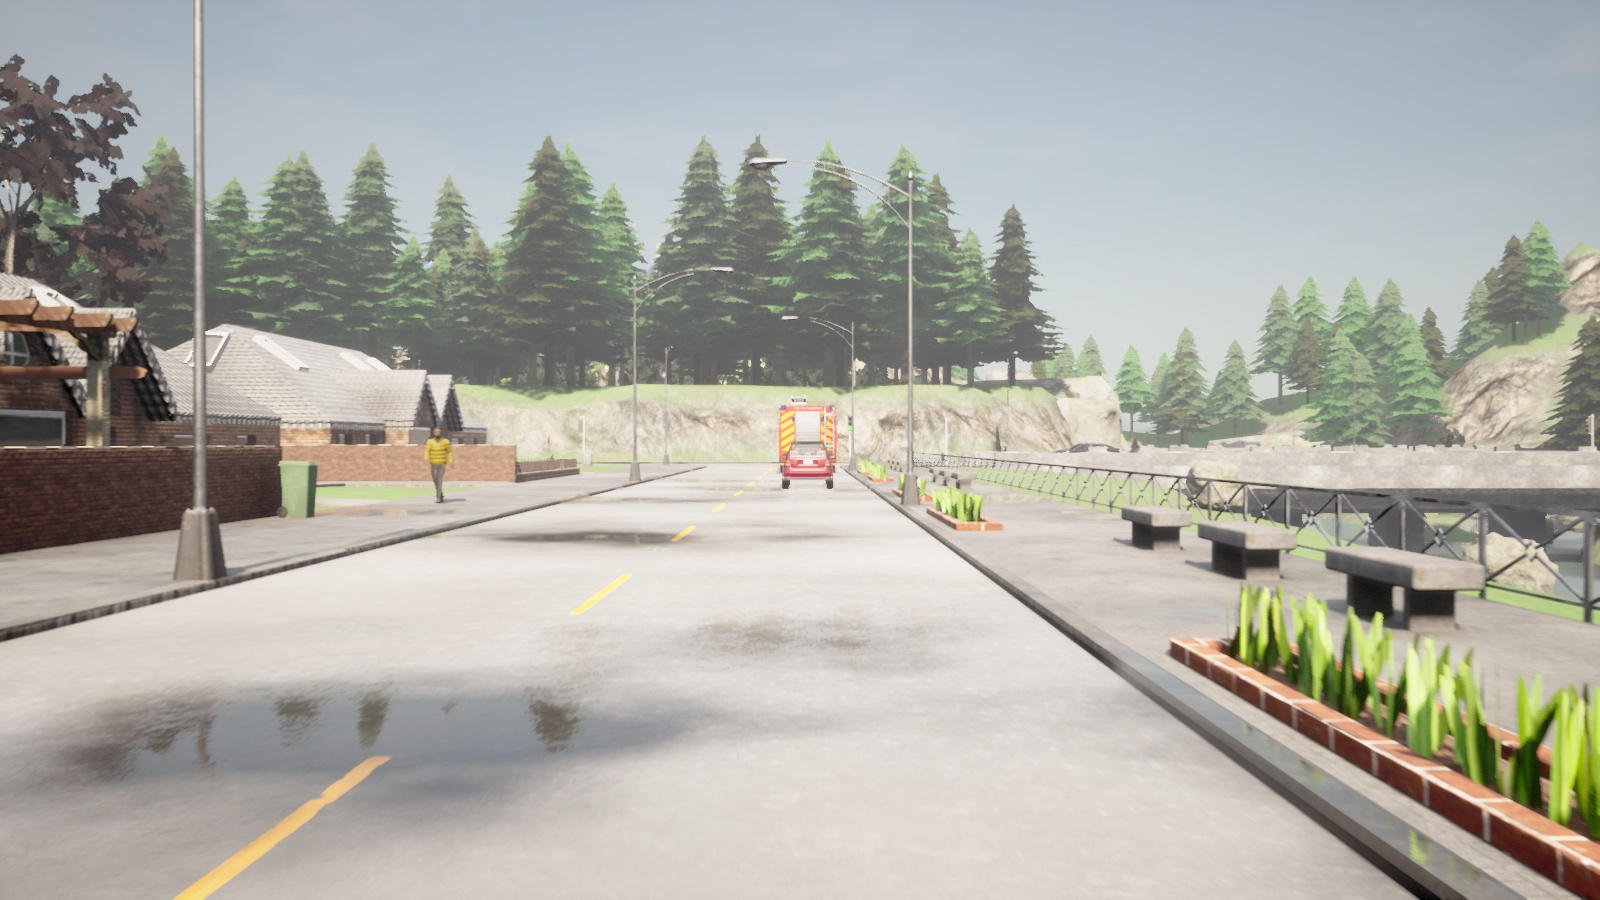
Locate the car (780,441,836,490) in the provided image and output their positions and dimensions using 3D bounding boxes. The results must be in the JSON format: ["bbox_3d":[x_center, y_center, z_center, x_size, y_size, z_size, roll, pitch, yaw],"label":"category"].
[{"bbox_3d":[0.259,0.487,42.256,1.789,1.549,3.705,0,0,0],"label":"car"}]

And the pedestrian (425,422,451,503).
[{"bbox_3d":[-8.294,0.288,28.765,0.431,1.840,0.709,0,0,-3],"label":"pedestrian"}]

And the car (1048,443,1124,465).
[{"bbox_3d":[20.070,0.270,88.215,4.892,1.490,1.837,0,0,0],"label":"car"}]

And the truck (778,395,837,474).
[{"bbox_3d":[0.394,-0.788,65.644,2.891,3.827,8.468,0,0,0],"label":"truck"}]
